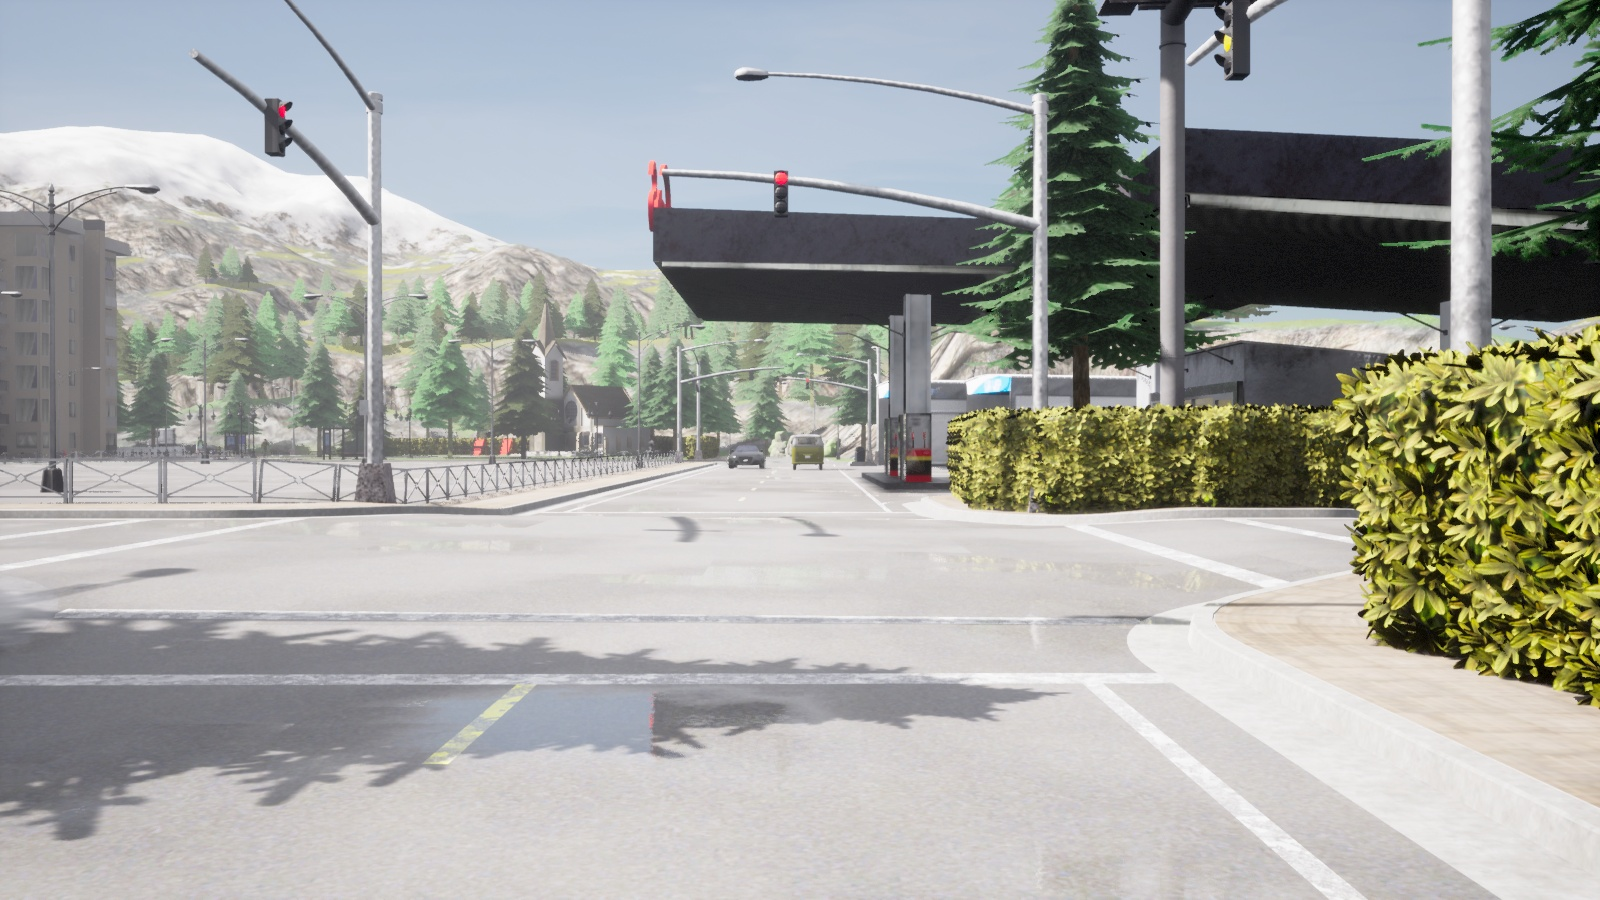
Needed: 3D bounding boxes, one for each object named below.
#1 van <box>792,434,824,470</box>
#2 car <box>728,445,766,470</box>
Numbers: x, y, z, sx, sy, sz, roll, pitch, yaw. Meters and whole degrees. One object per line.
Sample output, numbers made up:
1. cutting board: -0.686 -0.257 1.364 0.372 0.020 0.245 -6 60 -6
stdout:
1. van: 0.437 0.099 70.900 1.775 1.987 4.442 0 0 0
2. car: -3.052 0.397 72.765 1.994 1.385 4.181 0 0 0
